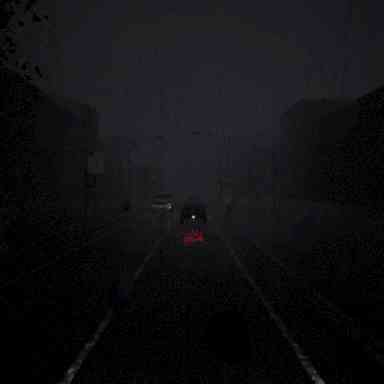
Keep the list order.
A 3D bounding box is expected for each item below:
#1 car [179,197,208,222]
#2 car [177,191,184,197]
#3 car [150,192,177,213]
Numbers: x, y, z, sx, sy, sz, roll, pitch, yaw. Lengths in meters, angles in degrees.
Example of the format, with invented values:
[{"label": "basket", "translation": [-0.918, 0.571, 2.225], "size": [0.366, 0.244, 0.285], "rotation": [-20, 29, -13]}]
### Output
[{"label": "car", "translation": [0.101, 1.433, 25.335], "size": [1.837, 1.490, 4.892], "rotation": [0, 1, 0]}, {"label": "car", "translation": [-2.999, 0.622, 76.144], "size": [2.128, 1.511, 4.902], "rotation": [0, 1, 0]}, {"label": "car", "translation": [-3.095, 1.060, 35.650], "size": [2.150, 2.045, 5.566], "rotation": [0, 1, 0]}]
